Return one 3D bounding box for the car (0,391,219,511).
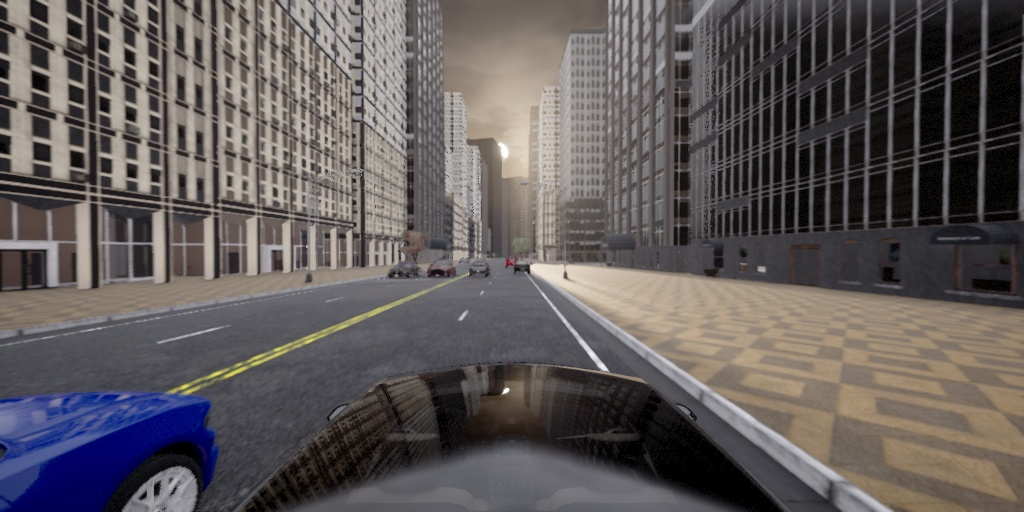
[{"bbox_3d":[-3.150,1.228,0.646,1.882,1.535,5.008,0,0,0],"label":"car"}]

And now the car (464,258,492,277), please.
[{"bbox_3d":[-3.152,1.243,35.996,2.128,1.511,4.902,0,0,0],"label":"car"}]

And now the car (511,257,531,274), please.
[{"bbox_3d":[1.134,1.230,41.002,1.882,1.535,5.008,0,0,0],"label":"car"}]

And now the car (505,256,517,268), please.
[{"bbox_3d":[-0.003,0.982,59.221,2.150,2.045,5.566,0,0,0],"label":"car"}]

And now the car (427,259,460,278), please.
[{"bbox_3d":[-6.587,1.102,33.876,2.097,1.767,4.553,0,0,0],"label":"car"}]

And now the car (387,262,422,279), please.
[{"bbox_3d":[-9.841,1.298,33.230,2.033,1.411,5.357,0,0,0],"label":"car"}]
